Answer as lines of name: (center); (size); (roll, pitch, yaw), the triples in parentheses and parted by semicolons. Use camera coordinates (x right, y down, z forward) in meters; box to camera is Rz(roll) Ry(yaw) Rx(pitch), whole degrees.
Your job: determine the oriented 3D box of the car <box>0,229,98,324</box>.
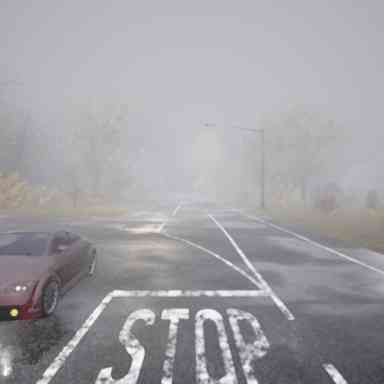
car: (-3.495, 1.525, 7.181); (1.994, 1.385, 4.181); (0, 2, 0)
